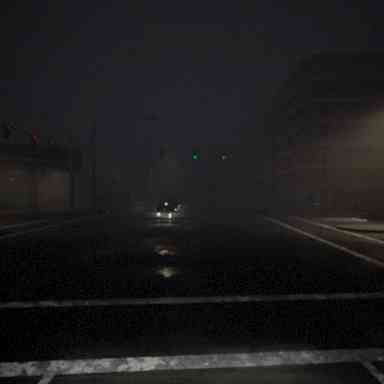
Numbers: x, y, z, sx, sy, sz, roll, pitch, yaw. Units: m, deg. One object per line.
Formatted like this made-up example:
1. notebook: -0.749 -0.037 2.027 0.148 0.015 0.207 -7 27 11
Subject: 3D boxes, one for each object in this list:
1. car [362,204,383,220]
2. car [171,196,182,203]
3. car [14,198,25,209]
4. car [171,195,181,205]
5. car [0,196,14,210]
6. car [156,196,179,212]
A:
1. car: 16.303 1.563 27.320 4.181 1.385 1.994 0 0 1
2. car: -3.089 1.544 68.798 2.033 1.411 5.357 0 0 0
3. car: -23.895 1.454 43.122 3.806 1.475 1.970 0 0 1
4. car: -3.044 1.475 48.447 1.882 1.535 5.008 0 0 0
5. car: -23.196 1.293 37.369 4.611 1.667 2.242 0 0 1
6. car: -3.009 1.546 38.870 2.033 1.411 5.357 0 0 0
